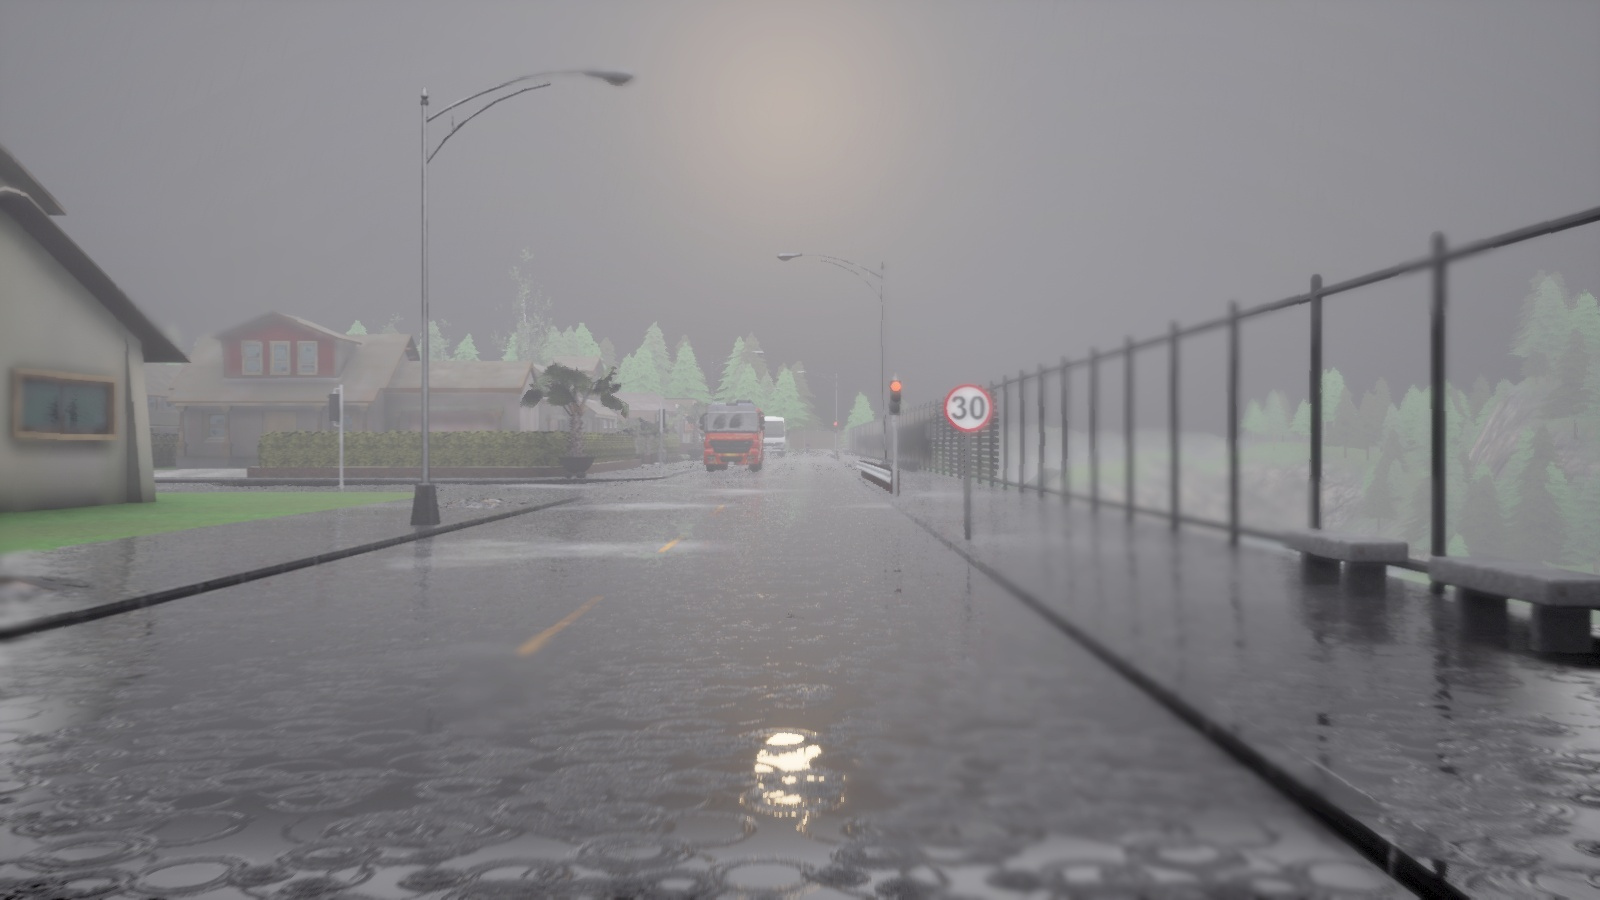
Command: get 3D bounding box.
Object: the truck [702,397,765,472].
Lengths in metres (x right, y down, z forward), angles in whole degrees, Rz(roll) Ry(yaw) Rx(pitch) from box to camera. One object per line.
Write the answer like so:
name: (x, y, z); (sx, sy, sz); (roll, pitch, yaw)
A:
truck: (-3.490, -0.803, 67.988); (2.891, 3.827, 8.468); (0, 0, 0)
